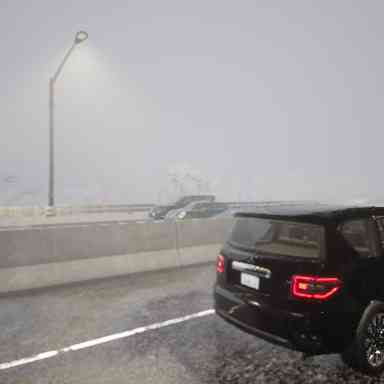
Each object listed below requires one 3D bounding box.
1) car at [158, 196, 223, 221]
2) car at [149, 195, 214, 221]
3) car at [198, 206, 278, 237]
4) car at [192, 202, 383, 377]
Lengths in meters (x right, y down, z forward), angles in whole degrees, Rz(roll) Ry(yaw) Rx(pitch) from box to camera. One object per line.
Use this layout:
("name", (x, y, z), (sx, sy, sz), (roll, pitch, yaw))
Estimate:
("car", (0.487, 1.363, 21.454), (4.553, 1.767, 2.097), (0, 0, -35))
("car", (-0.445, 1.234, 25.080), (5.566, 2.045, 2.150), (0, 0, -35))
("car", (2.633, 1.577, 18.685), (4.181, 1.385, 1.994), (0, 0, -35))
("car", (2.930, 1.228, 5.812), (5.566, 2.045, 2.150), (0, 0, -35))
